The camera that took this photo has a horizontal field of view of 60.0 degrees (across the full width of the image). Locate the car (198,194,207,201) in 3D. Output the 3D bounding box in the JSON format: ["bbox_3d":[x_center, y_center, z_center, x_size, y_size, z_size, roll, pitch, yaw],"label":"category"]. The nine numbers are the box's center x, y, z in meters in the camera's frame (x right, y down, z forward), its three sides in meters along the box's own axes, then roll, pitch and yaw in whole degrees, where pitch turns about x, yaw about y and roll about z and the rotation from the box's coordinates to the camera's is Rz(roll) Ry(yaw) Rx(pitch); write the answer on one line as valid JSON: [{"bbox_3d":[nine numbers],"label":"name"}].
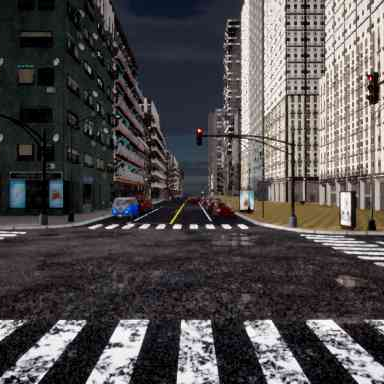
[{"bbox_3d":[2.659,1.376,83.725,2.192,1.841,5.009,0,0,0],"label":"car"}]

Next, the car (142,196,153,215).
[{"bbox_3d":[-5.698,1.329,33.973,2.192,1.841,5.009,0,0,0],"label":"car"}]

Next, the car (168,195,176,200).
[{"bbox_3d":[-5.729,1.642,94.777,1.947,1.339,4.313,0,0,0],"label":"car"}]

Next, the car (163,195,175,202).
[{"bbox_3d":[-5.720,1.494,78.193,1.967,1.590,4.097,0,0,0],"label":"car"}]

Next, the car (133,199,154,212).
[{"bbox_3d":[-5.702,1.561,39.501,1.887,1.381,4.507,0,0,0],"label":"car"}]

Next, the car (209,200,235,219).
[{"bbox_3d":[2.684,1.592,28.448,1.802,1.307,4.206,0,0,0],"label":"car"}]

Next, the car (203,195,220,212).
[{"bbox_3d":[2.679,1.457,39.504,1.967,1.590,4.097,0,0,0],"label":"car"}]

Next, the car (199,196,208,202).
[{"bbox_3d":[2.660,1.636,78.197,1.802,1.307,4.206,0,0,0],"label":"car"}]

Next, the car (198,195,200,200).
[{"bbox_3d":[2.665,1.592,67.142,2.008,1.369,4.403,0,0,0],"label":"car"}]

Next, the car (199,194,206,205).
[{"bbox_3d":[2.671,1.469,56.086,1.967,1.590,4.097,0,0,0],"label":"car"}]

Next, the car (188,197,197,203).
[{"bbox_3d":[0.066,1.645,69.749,1.895,1.301,4.718,0,0,0],"label":"car"}]

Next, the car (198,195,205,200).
[{"bbox_3d":[2.651,1.659,94.780,1.802,1.307,4.206,0,0,0],"label":"car"}]

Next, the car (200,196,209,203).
[{"bbox_3d":[2.662,1.592,72.669,1.887,1.381,4.507,0,0,0],"label":"car"}]

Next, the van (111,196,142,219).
[{"bbox_3d":[-5.696,1.352,28.445,1.690,1.788,3.998,0,0,0],"label":"van"}]
